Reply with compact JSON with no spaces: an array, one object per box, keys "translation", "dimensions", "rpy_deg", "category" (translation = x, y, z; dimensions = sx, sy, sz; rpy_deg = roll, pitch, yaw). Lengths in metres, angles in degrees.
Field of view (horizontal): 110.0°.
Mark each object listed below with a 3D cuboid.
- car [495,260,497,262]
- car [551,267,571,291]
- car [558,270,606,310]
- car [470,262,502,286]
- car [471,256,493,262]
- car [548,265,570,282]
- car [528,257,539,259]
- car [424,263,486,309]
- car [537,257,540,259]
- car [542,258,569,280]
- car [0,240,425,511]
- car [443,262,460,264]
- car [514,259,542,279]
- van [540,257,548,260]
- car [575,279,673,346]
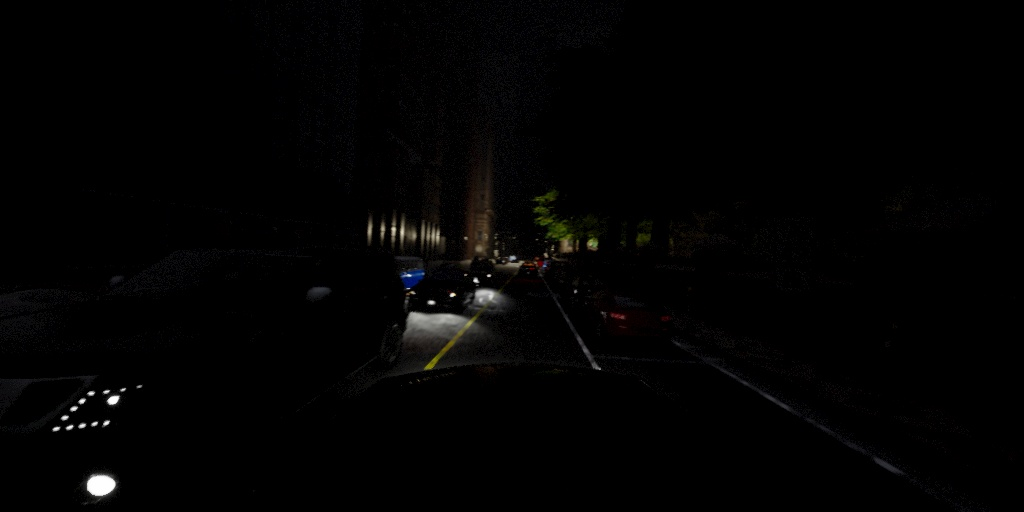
[{"translation":[-3.549,1.037,48.997],"dimensions":[1.967,1.591,4.097],"rpy_deg":[0,0,3],"category":"car"},{"translation":[3.554,1.543,20.982],"dimensions":[1.948,1.339,4.313],"rpy_deg":[0,0,3],"category":"car"},{"translation":[3.276,1.505,15.463],"dimensions":[2.007,1.370,4.403],"rpy_deg":[0,0,3],"category":"car"},{"translation":[-2.068,1.302,24.955],"dimensions":[1.895,1.301,4.718],"rpy_deg":[3,0,3],"category":"car"},{"translation":[-3.829,0.913,43.480],"dimensions":[2.192,1.841,5.009],"rpy_deg":[0,0,3],"category":"car"},{"translation":[3.835,1.577,26.501],"dimensions":[1.802,1.307,4.207],"rpy_deg":[0,0,3],"category":"car"},{"translation":[2.388,1.361,50.565],"dimensions":[1.882,1.535,5.008],"rpy_deg":[3,0,3],"category":"car"},{"translation":[-2.584,1.209,14.822],"dimensions":[2.033,1.411,5.357],"rpy_deg":[3,0,3],"category":"car"},{"translation":[5.265,1.219,60.926],"dimensions":[2.150,2.045,5.566],"rpy_deg":[3,0,3],"category":"car"},{"translation":[4.115,1.323,32.020],"dimensions":[2.192,1.841,5.009],"rpy_deg":[0,0,3],"category":"car"},{"translation":[-3.084,0.827,4.587],"dimensions":[2.150,2.045,5.566],"rpy_deg":[3,0,3],"category":"car"},{"translation":[-4.669,1.119,26.923],"dimensions":[1.888,1.381,4.507],"rpy_deg":[0,0,3],"category":"car"},{"translation":[1.619,1.372,35.443],"dimensions":[2.128,1.511,4.902],"rpy_deg":[3,0,3],"category":"car"},{"translation":[4.956,1.359,48.575],"dimensions":[1.690,1.789,3.998],"rpy_deg":[0,0,3],"category":"van"},{"translation":[2.997,1.509,9.944],"dimensions":[1.802,1.307,4.207],"rpy_deg":[0,0,3],"category":"car"}]
